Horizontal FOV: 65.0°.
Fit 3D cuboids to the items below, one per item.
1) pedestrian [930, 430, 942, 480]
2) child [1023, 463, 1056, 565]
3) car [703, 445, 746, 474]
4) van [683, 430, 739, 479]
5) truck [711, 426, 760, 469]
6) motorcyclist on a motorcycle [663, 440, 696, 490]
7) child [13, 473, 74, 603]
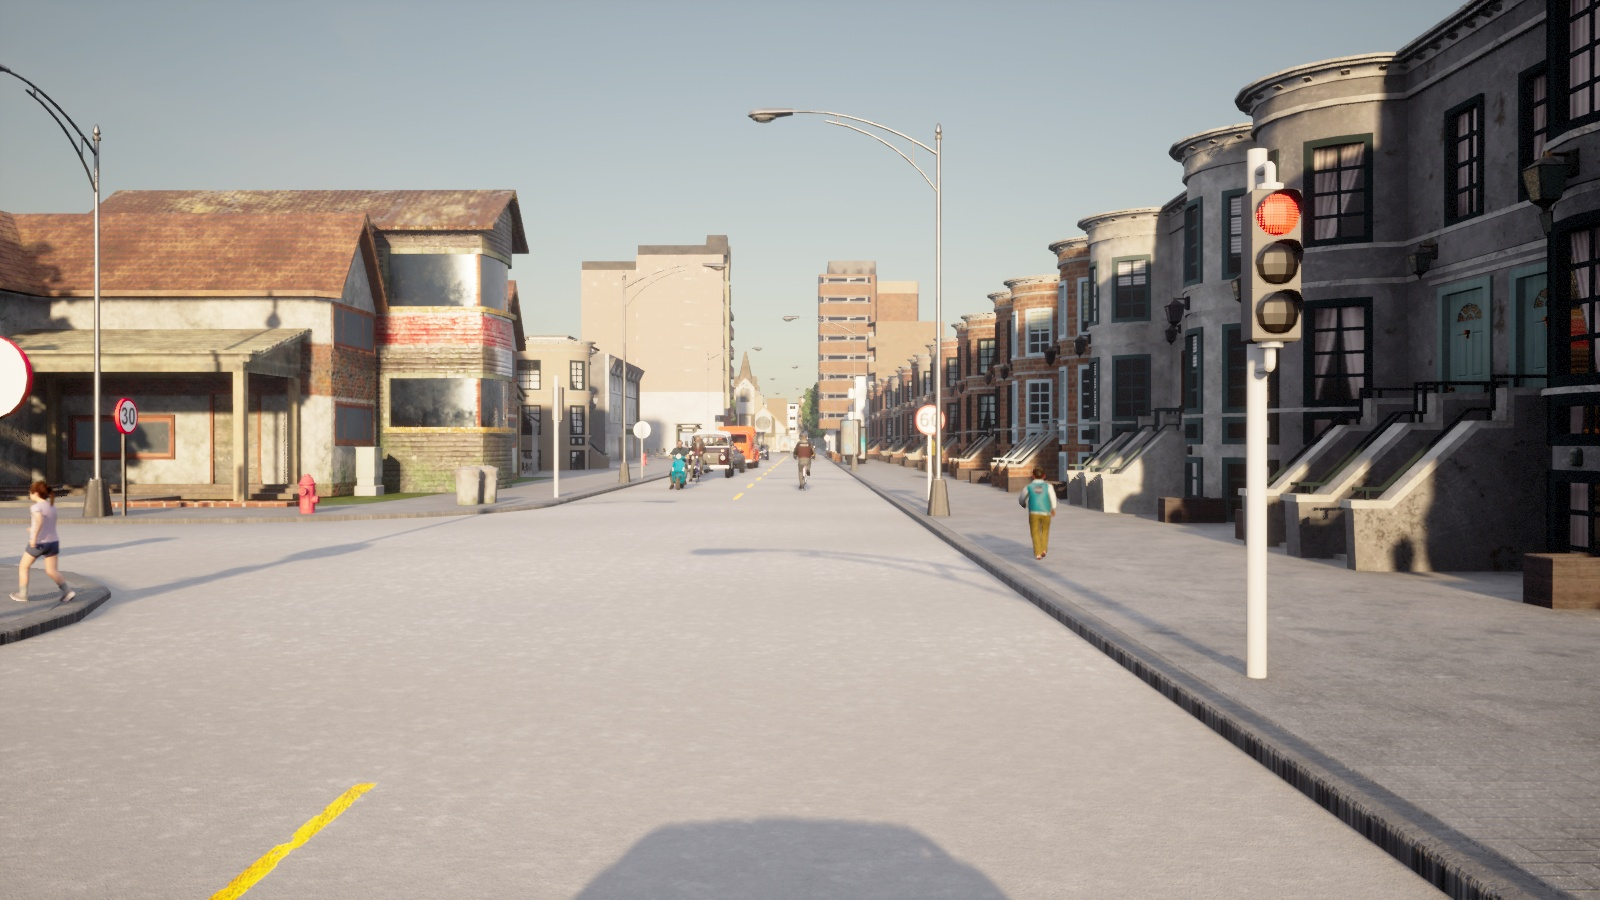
[{"bbox_3d":[5.071,0.195,46.766,0.431,1.840,0.709,0,0,4],"label":"pedestrian"},{"bbox_3d":[2.858,0.754,15.004,0.343,1.192,0.448,0,0,6],"label":"child"},{"bbox_3d":[-3.781,0.449,63.375,1.994,1.385,4.181,0,0,-1],"label":"car"},{"bbox_3d":[-3.807,0.160,54.387,2.069,2.038,4.480,0,0,0],"label":"van"},{"bbox_3d":[-3.735,-0.165,73.708,2.627,2.467,5.204,0,1,0],"label":"truck"},{"bbox_3d":[-3.856,0.469,40.343,0.866,1.590,1.817,0,0,0],"label":"motorcyclist on a motorcycle"},{"bbox_3d":[-6.618,0.764,10.986,0.394,1.110,0.255,0,0,15],"label":"child"}]
